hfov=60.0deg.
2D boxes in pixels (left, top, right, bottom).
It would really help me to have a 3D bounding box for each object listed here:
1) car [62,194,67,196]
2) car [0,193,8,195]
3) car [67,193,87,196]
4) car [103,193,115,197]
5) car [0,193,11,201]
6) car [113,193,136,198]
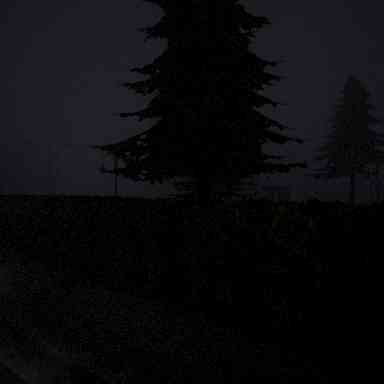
[{"bbox_3d":[-31.928,1.232,85.953,3.806,1.475,1.970,0,0,-45],"label":"car"},{"bbox_3d":[-23.730,1.330,41.297,5.027,1.636,2.152,0,0,-45],"label":"car"},{"bbox_3d":[-27.195,1.154,81.607,5.027,1.636,2.152,0,0,-45],"label":"car"},{"bbox_3d":[-15.887,1.097,70.708,4.605,1.855,1.932,0,0,-45],"label":"car"},{"bbox_3d":[-41.785,1.097,71.648,4.605,1.855,1.932,0,0,-45],"label":"car"},{"bbox_3d":[-10.326,1.384,54.287,3.806,1.475,1.970,0,0,-45],"label":"car"}]
